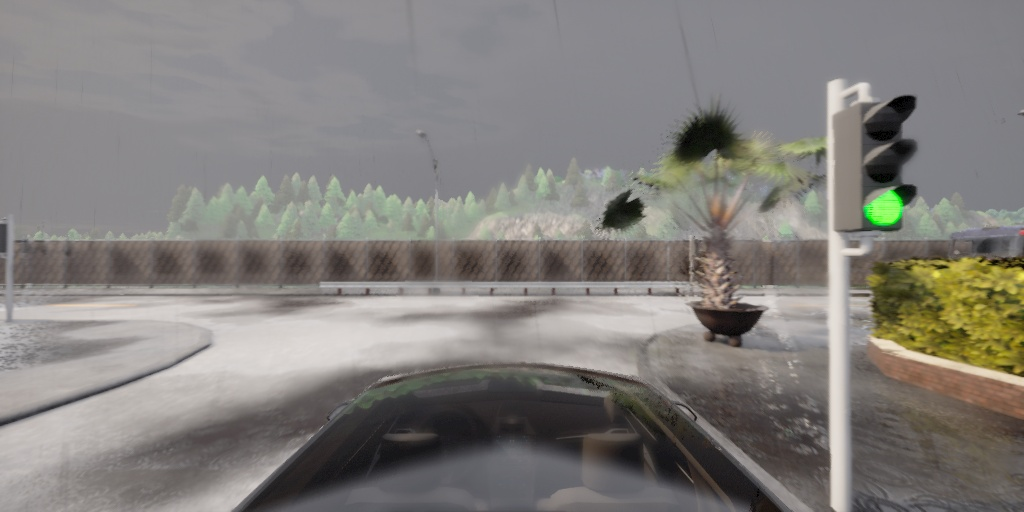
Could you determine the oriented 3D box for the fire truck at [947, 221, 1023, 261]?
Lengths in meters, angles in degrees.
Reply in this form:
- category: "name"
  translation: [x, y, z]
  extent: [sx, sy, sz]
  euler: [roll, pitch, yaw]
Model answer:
- category: "fire truck"
  translation: [26.646, 0.237, 17.320]
  extent: [8.468, 3.827, 2.891]
  euler: [0, -1, 0]
